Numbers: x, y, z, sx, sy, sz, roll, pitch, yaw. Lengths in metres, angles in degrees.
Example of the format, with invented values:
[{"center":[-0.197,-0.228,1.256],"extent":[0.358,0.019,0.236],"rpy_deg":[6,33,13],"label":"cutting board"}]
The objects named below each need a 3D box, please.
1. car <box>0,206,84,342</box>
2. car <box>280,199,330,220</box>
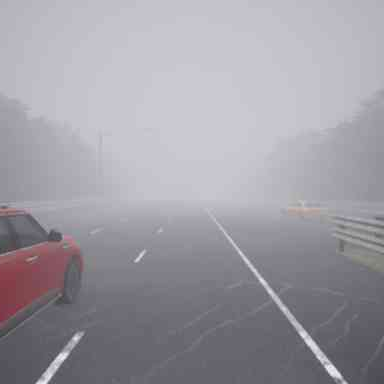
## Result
[{"center":[-3.403,1.198,4.820],"extent":[2.150,2.045,5.566],"rpy_deg":[0,0,0],"label":"car"},{"center":[8.942,1.377,26.895],"extent":[1.801,1.575,5.366],"rpy_deg":[0,0,-11],"label":"car"}]
